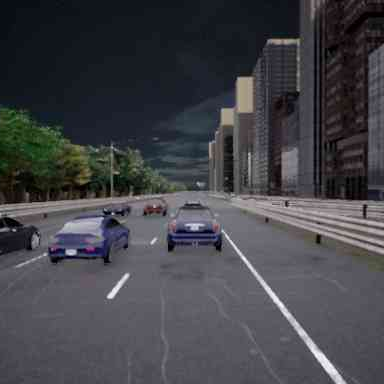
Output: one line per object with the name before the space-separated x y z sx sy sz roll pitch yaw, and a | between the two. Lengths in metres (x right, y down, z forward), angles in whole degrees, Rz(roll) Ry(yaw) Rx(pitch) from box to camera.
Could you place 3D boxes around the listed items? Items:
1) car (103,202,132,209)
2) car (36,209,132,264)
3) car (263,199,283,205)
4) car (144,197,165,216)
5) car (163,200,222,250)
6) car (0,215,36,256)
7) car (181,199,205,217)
car | -6.902 1.599 31.268 1.895 1.301 4.718 0 0 0
car | -3.401 1.522 11.664 1.812 1.442 4.674 0 0 0
car | 11.052 1.659 47.178 1.895 1.301 4.718 0 0 -15
car | -3.401 1.351 32.353 2.097 1.767 4.553 0 0 0
car | 0.100 1.347 14.356 2.097 1.767 4.553 0 0 0
car | -6.907 1.501 11.241 1.837 1.490 4.892 0 0 0
car | 0.099 1.490 32.568 2.128 1.511 4.902 0 0 0
